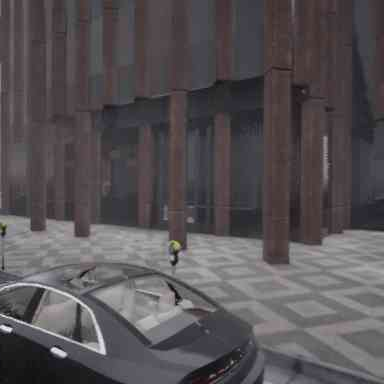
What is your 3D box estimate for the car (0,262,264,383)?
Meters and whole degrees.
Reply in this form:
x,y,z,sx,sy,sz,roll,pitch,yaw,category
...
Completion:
x,y,z,sx,sy,sz,roll,pitch,yaw,category
-1.360,1.533,3.927,4.403,1.369,2.008,0,1,35,car
